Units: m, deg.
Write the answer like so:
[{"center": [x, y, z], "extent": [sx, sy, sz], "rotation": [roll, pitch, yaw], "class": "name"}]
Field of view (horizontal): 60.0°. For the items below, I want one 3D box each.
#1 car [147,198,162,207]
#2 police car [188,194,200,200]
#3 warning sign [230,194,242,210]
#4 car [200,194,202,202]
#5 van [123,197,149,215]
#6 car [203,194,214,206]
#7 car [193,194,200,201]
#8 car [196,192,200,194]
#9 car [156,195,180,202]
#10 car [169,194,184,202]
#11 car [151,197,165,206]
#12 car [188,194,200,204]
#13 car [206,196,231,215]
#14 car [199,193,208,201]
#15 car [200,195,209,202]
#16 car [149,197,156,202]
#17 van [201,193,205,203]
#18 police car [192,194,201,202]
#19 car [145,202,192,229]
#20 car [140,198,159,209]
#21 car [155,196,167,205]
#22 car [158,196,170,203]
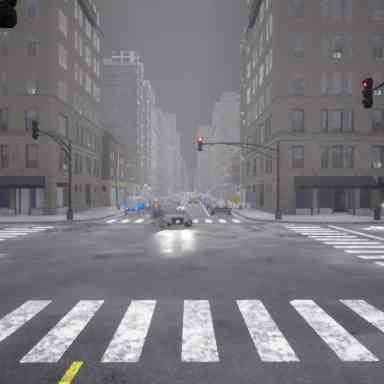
[{"center": [-5.678, 1.585, 50.459], "extent": [1.802, 1.307, 4.206], "rotation": [0, 0, 0], "class": "car"}, {"center": [0.618, 1.414, 95.445], "extent": [1.930, 1.638, 5.238], "rotation": [0, 0, -16], "class": "police car"}, {"center": [5.209, 1.118, 39.410], "extent": [1.300, 1.860, 1.060], "rotation": [0, 0, 0], "class": "warning sign"}, {"center": [2.890, 1.527, 61.940], "extent": [1.752, 1.417, 4.829], "rotation": [0, 0, 0], "class": "car"}, {"center": [-5.740, 1.343, 33.454], "extent": [1.690, 1.788, 3.998], "rotation": [0, 0, 0], "class": "van"}, {"center": [2.827, 1.443, 44.763], "extent": [1.967, 1.590, 4.097], "rotation": [0, 0, 0], "class": "car"}, {"center": [1.110, 1.448, 89.616], "extent": [1.801, 1.575, 5.366], "rotation": [0, 0, 0], "class": "car"}, {"center": [0.263, 1.291, 72.998], "extent": [1.882, 1.535, 5.008], "rotation": [0, 0, 0], "class": "car"}, {"center": [-2.960, 1.494, 39.508], "extent": [2.128, 1.511, 4.902], "rotation": [0, 0, 0], "class": "car"}, {"center": [-2.889, 1.494, 55.528], "extent": [2.128, 1.511, 4.902], "rotation": [0, 0, 0], "class": "car"}, {"center": [-5.657, 1.568, 56.127], "extent": [1.947, 1.339, 4.313], "rotation": [0, 0, 0], "class": "car"}, {"center": [0.227, 1.602, 63.024], "extent": [1.895, 1.301, 4.718], "rotation": [0, 0, 0], "class": "car"}, {"center": [2.786, 1.442, 33.425], "extent": [1.967, 1.590, 4.097], "rotation": [0, 0, 0], "class": "car"}, {"center": [2.972, 1.309, 84.448], "extent": [2.192, 1.841, 5.009], "rotation": [0, 0, 0], "class": "car"}, {"center": [2.952, 1.436, 78.779], "extent": [1.967, 1.590, 4.097], "rotation": [0, 0, 0], "class": "car"}, {"center": [-5.719, 1.442, 39.122], "extent": [1.967, 1.590, 4.097], "rotation": [0, 0, 0], "class": "car"}, {"center": [2.868, 1.344, 56.101], "extent": [1.690, 1.788, 3.998], "rotation": [0, 0, 0], "class": "van"}, {"center": [1.083, 1.421, 79.521], "extent": [1.930, 1.638, 5.238], "rotation": [0, 0, -1], "class": "police car"}, {"center": [-1.480, 1.564, 21.581], "extent": [1.994, 1.385, 4.181], "rotation": [0, 0, -19], "class": "car"}, {"center": [-5.698, 1.569, 44.790], "extent": [1.947, 1.339, 4.313], "rotation": [0, 0, 0], "class": "car"}, {"center": [-5.637, 1.527, 61.625], "extent": [1.752, 1.417, 4.829], "rotation": [0, 0, 0], "class": "car"}, {"center": [-5.615, 1.566, 67.463], "extent": [1.947, 1.339, 4.313], "rotation": [0, 0, 0], "class": "car"}]
